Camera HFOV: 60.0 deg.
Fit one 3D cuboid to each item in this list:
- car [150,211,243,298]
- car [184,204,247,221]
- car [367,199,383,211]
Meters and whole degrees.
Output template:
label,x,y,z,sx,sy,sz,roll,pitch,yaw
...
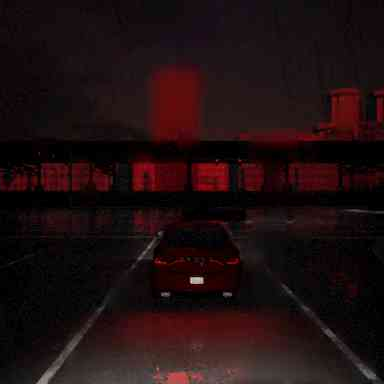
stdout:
label,x,y,z,sx,sy,sz,roll,pitch,yaw
car,0.091,1.478,8.592,1.882,1.535,5.008,0,0,0
car,1.673,1.581,24.746,4.718,1.301,1.895,0,0,2
car,22.714,1.403,38.390,4.674,1.442,1.812,-1,0,1
